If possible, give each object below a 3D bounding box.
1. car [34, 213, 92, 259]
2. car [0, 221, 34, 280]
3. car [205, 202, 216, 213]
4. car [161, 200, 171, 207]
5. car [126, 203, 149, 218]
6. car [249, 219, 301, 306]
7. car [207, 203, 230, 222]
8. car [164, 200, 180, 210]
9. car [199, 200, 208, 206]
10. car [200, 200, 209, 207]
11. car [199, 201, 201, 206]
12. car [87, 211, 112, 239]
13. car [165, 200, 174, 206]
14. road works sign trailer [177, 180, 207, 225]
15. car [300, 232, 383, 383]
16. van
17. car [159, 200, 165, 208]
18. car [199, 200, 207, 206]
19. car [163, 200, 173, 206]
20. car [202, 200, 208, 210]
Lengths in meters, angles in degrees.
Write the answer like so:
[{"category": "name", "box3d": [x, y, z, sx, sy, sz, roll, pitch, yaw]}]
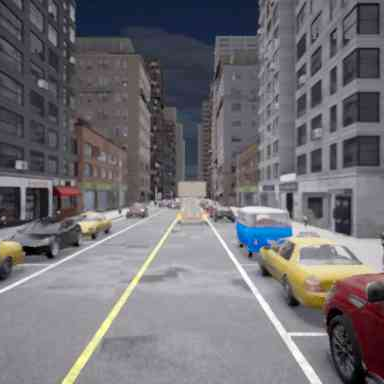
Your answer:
[{"category": "car", "box3d": [-5.773, 1.740, 13.419, 1.947, 1.339, 4.313, -1, -1, 0]}, {"category": "car", "box3d": [-5.773, 1.626, 7.745, 1.752, 1.417, 4.829, -1, -1, 0]}, {"category": "car", "box3d": [2.750, 2.013, 35.439, 1.887, 1.381, 4.507, -1, -1, 0]}, {"category": "car", "box3d": [-5.778, 2.571, 73.971, 1.947, 1.339, 4.313, -1, -1, 0]}, {"category": "car", "box3d": [-5.776, 1.908, 35.440, 1.967, 1.590, 4.097, -1, -1, 0]}, {"category": "car", "box3d": [2.752, 1.630, 8.087, 1.752, 1.417, 4.829, -1, -1, 0]}, {"category": "car", "box3d": [2.751, 1.944, 29.934, 2.008, 1.369, 4.403, -1, -1, 0]}, {"category": "car", "box3d": [-3.058, 2.263, 57.423, 2.128, 1.511, 4.902, 0, -1, 0]}, {"category": "car", "box3d": [2.747, 2.629, 79.476, 1.887, 1.381, 4.507, -1, -1, 0]}, {"category": "car", "box3d": [2.747, 2.550, 73.971, 1.887, 1.381, 4.507, -1, -1, 0]}, {"category": "car", "box3d": [2.748, 2.493, 68.467, 1.947, 1.339, 4.313, -1, -1, 0]}, {"category": "car", "box3d": [-5.774, 1.769, 18.755, 1.752, 1.417, 4.829, -1, -1, 0]}, {"category": "car", "box3d": [-5.779, 2.707, 84.980, 1.887, 1.381, 4.507, -1, -1, 0]}, {"category": "road works sign trailer", "box3d": [0.011, 0.819, 27.087, 2.380, 3.560, 2.880, 0, -1, 0]}, {"category": "car", "box3d": [2.750, 1.347, 2.415, 2.192, 1.841, 5.009, -1, -1, 0]}, {"category": "van", "box3d": [2.749, 1.515, 13.423, 1.690, 1.788, 3.998, -1, -1, 0]}, {"category": "car", "box3d": [-5.779, 2.367, 68.467, 1.967, 1.590, 4.097, -1, -1, 0]}, {"category": "car", "box3d": [2.746, 2.707, 84.981, 1.887, 1.381, 4.507, -1, -1, 0]}, {"category": "car", "box3d": [-5.778, 2.634, 79.475, 2.008, 1.369, 4.403, -1, -1, 0]}, {"category": "car", "box3d": [2.748, 2.059, 46.450, 1.967, 1.590, 4.097, -1, -1, 0]}]
